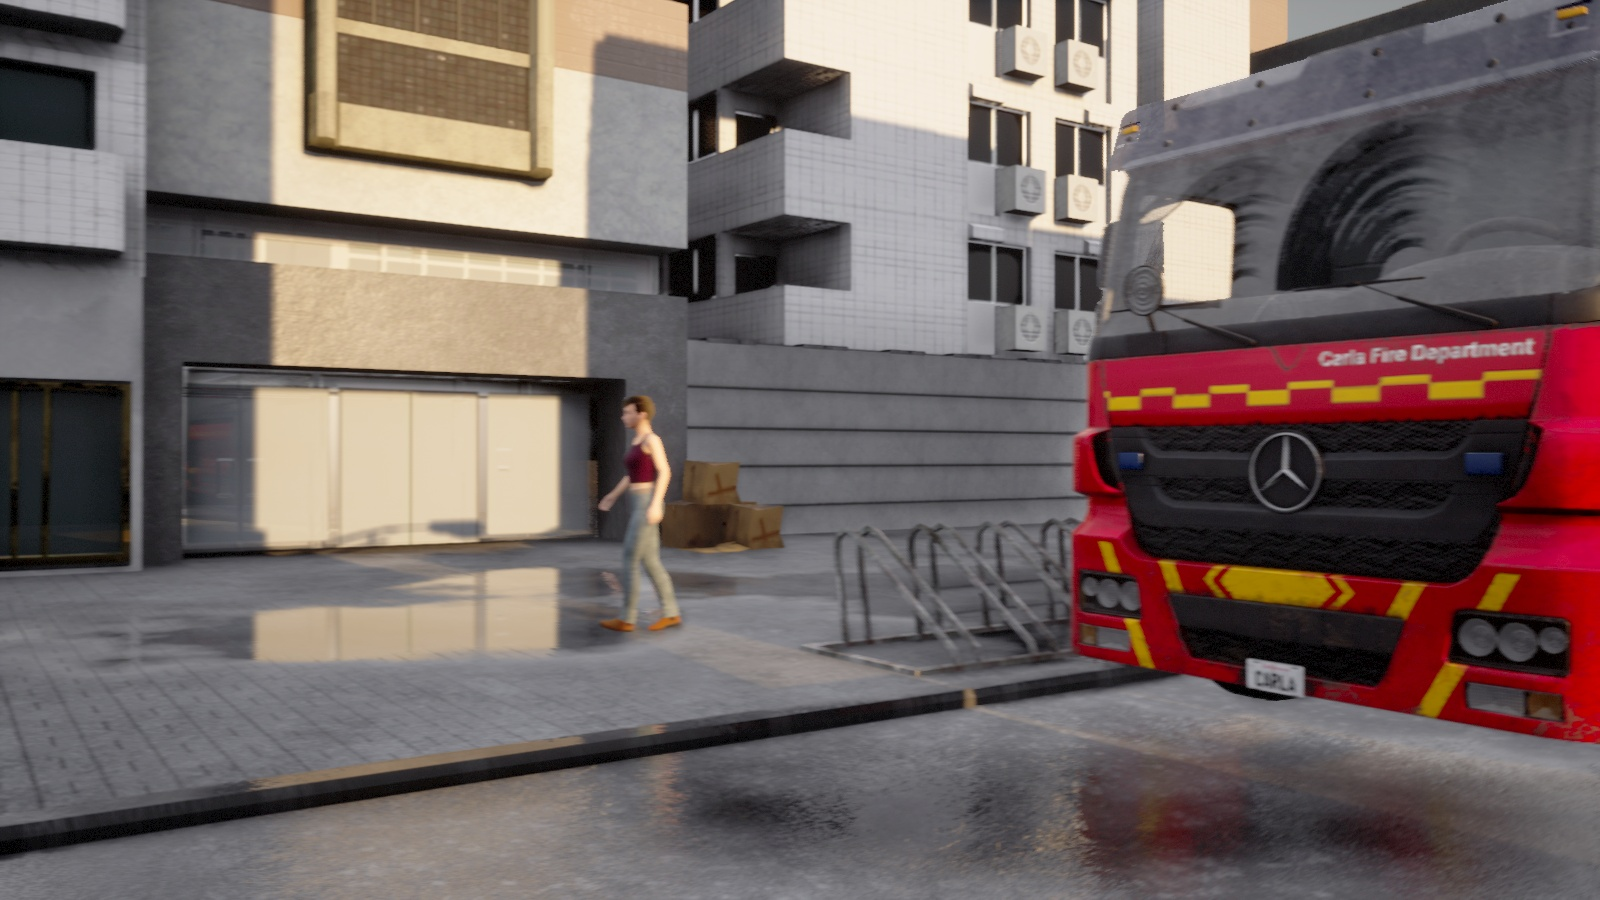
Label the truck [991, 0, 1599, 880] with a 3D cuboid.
[{"bbox_3d":[5.334,-0.412,7.988,8.468,3.827,2.891,0,0,-35],"label":"truck"}]
